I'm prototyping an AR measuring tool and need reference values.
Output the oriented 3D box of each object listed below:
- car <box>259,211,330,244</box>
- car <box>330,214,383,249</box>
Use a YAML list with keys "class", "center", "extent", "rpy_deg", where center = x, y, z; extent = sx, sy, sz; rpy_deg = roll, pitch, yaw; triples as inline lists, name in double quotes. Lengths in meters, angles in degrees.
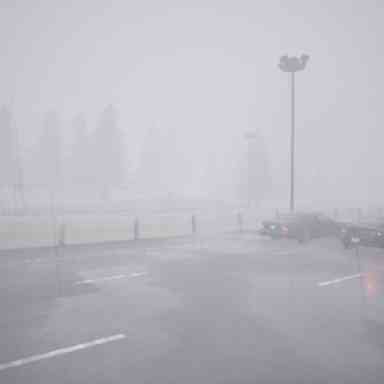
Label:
- class: "car"
  center: [5.704, 1.679, 16.537]
  extent: [5.357, 1.411, 2.033]
  rpy_deg: [1, 0, -35]
- class: "car"
  center: [8.050, 1.663, 13.907]
  extent: [4.674, 1.442, 1.812]
  rpy_deg: [0, 0, -35]
